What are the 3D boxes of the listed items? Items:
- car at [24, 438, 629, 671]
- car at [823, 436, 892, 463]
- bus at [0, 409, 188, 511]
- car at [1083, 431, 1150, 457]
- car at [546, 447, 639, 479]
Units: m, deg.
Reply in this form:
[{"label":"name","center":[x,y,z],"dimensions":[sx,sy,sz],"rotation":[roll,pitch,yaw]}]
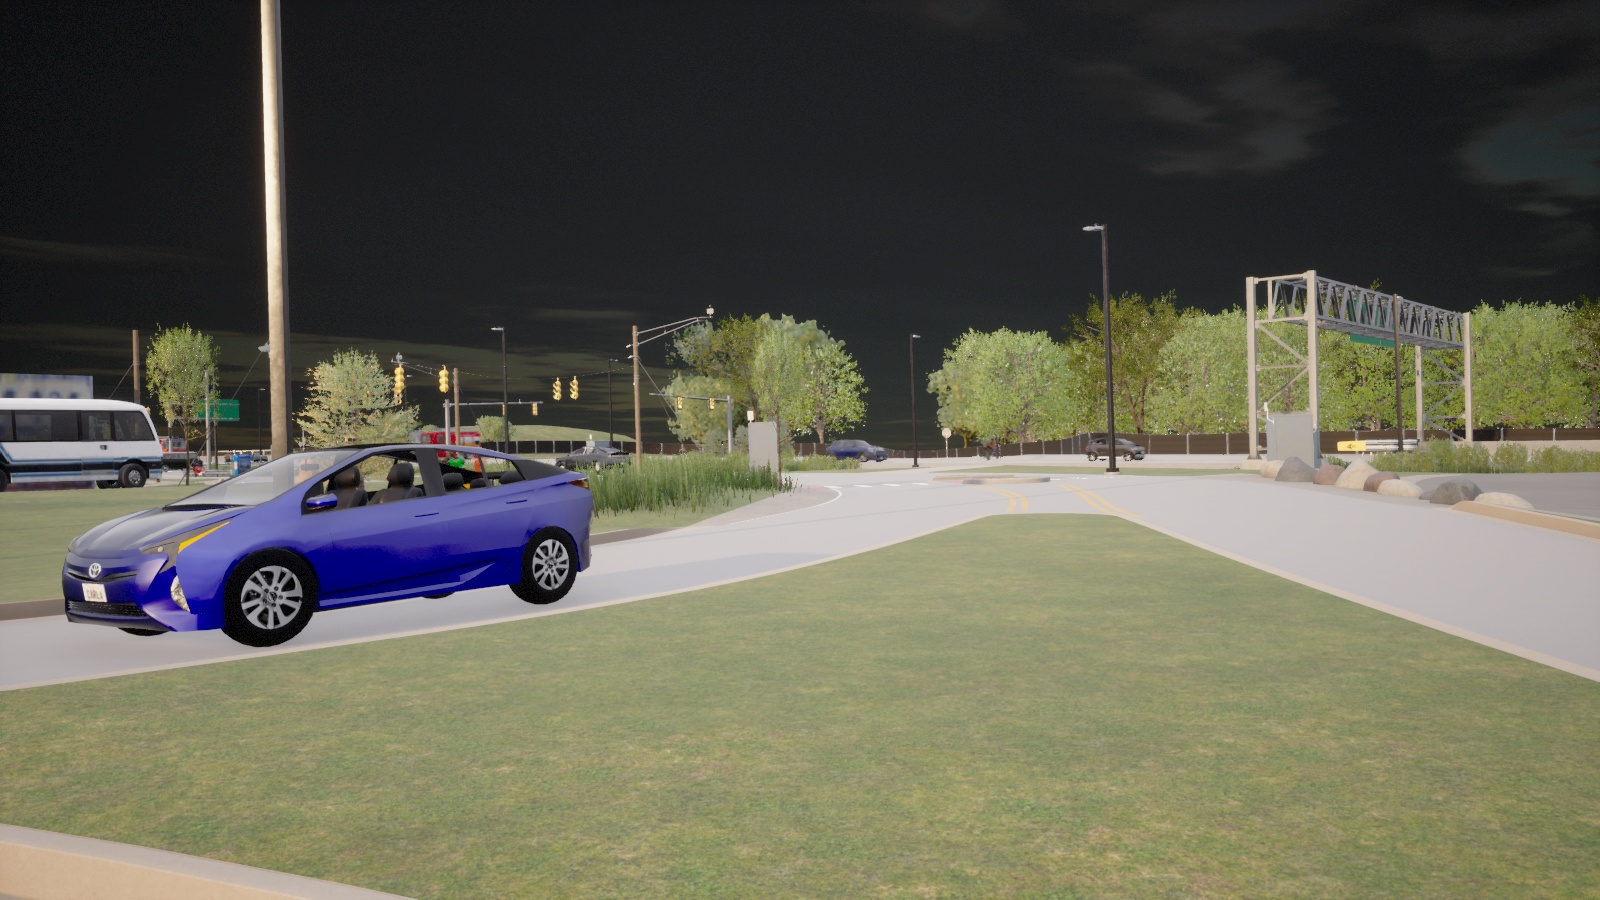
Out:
[{"label":"car","center":[-3.810,0.737,10.917],"dimensions":[2.007,1.525,4.514],"rotation":[-3,-1,35]},{"label":"car","center":[4.105,-0.042,89.995],"dimensions":[4.553,1.767,2.097],"rotation":[-2,0,41]},{"label":"bus","center":[-33.479,0.457,55.901],"dimensions":[3.944,4.253,10.273],"rotation":[-4,-1,41]},{"label":"car","center":[20.284,-0.403,80.517],"dimensions":[3.705,1.549,1.789],"rotation":[-2,0,41]},{"label":"car","center":[-10.971,0.717,66.253],"dimensions":[4.902,1.511,2.128],"rotation":[-2,0,41]}]
